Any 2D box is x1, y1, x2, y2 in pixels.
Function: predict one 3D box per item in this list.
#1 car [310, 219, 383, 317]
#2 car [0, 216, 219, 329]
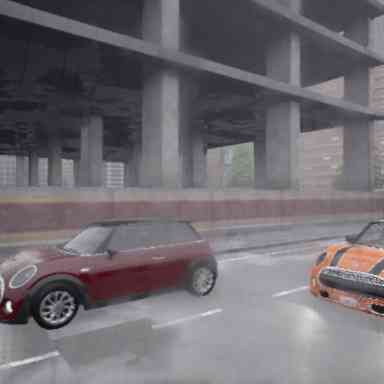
[{"bbox_3d":[4.666,1.399,7.333,4.553,1.767,2.097,0,0,-36],"label":"car"},{"bbox_3d":[-1.662,1.377,7.106,4.553,1.767,2.097,0,0,-36],"label":"car"}]
